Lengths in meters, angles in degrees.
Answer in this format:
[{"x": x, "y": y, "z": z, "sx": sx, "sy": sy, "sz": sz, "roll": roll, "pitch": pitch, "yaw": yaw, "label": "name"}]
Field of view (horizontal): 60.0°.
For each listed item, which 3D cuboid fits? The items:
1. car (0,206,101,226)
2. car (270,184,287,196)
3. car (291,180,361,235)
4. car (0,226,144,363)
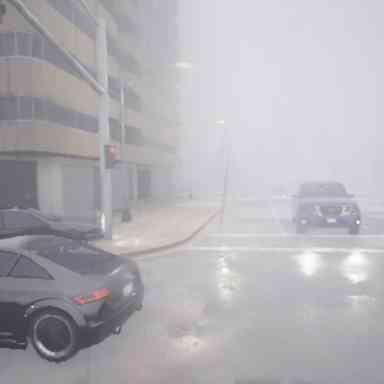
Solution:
[{"x": -5.531, "y": 1.177, "z": 10.185, "sx": 5.357, "sy": 1.411, "sz": 2.033, "roll": -4, "pitch": 5, "yaw": -26, "label": "car"}, {"x": 10.871, "y": -0.318, "z": 41.981, "sx": 2.033, "sy": 1.411, "sz": 5.357, "roll": -1, "pitch": 2, "yaw": 11, "label": "car"}, {"x": 5.511, "y": 0.526, "z": 14.313, "sx": 2.150, "sy": 2.045, "sz": 5.566, "roll": -1, "pitch": 2, "yaw": 13, "label": "car"}, {"x": -2.908, "y": 1.421, "z": 5.270, "sx": 4.181, "sy": 1.385, "sz": 1.994, "roll": -1, "pitch": 2, "yaw": 11, "label": "car"}]
